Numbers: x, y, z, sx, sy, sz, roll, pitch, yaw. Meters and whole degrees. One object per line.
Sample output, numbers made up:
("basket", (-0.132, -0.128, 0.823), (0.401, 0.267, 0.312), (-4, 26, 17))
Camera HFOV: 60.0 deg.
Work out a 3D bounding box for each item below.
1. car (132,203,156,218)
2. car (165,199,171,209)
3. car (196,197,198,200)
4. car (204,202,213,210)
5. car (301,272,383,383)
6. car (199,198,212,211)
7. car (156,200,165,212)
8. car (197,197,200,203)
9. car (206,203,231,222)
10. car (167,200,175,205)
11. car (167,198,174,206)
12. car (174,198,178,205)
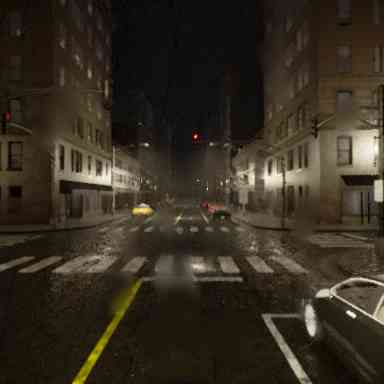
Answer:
("car", (-5.391, 2.001, 36.225), (1.752, 1.417, 4.829), (0, -1, 0))
("car", (-5.394, 2.321, 59.118), (2.008, 1.369, 4.403), (0, -1, 0))
("car", (2.627, 2.661, 87.699), (1.752, 1.417, 4.829), (0, -1, 0))
("car", (2.634, 2.059, 36.397), (1.802, 1.307, 4.206), (0, -1, 0))
("car", (2.640, 1.603, 3.843), (2.008, 1.369, 4.403), (0, -1, 0))
("car", (2.631, 2.137, 53.443), (1.967, 1.590, 4.097), (0, -1, 0))
("car", (-5.393, 2.190, 47.756), (1.947, 1.339, 4.313), (0, -1, 0))
("car", (2.630, 2.158, 64.807), (2.192, 1.841, 5.009), (0, -1, 0))
("car", (2.634, 1.954, 30.716), (2.008, 1.369, 4.403), (0, -1, 0))
("car", (-5.398, 2.716, 87.522), (1.802, 1.307, 4.206), (0, -1, 0))
("car", (-5.396, 2.356, 70.481), (1.967, 1.590, 4.097), (0, -1, 0))
("car", (-5.398, 2.376, 81.844), (2.192, 1.841, 5.009), (0, -1, 0))
